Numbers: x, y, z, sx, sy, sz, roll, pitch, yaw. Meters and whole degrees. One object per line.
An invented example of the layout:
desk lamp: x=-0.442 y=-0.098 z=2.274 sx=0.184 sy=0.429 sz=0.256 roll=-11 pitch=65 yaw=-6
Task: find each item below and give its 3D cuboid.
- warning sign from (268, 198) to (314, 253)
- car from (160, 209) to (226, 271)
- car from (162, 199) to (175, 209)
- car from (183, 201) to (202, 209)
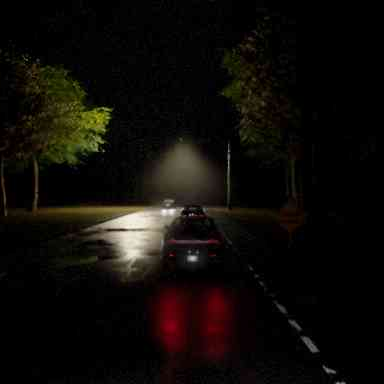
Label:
warning sign: x=3.545 y=1.166 z=12.033 sx=1.300 sy=1.860 sz=1.060 roll=-1 pitch=-1 yaw=0
car: x=0.049 y=1.539 z=11.106 sx=2.128 sy=1.511 sz=4.902 roll=0 pitch=0 yaw=1
car: x=-3.553 y=1.852 z=51.030 sx=2.128 sy=1.511 sz=4.902 roll=0 pitch=-1 yaw=0
car: x=0.054 y=1.684 z=25.559 sx=2.033 sy=1.411 sz=5.357 roll=0 pitch=0 yaw=1
